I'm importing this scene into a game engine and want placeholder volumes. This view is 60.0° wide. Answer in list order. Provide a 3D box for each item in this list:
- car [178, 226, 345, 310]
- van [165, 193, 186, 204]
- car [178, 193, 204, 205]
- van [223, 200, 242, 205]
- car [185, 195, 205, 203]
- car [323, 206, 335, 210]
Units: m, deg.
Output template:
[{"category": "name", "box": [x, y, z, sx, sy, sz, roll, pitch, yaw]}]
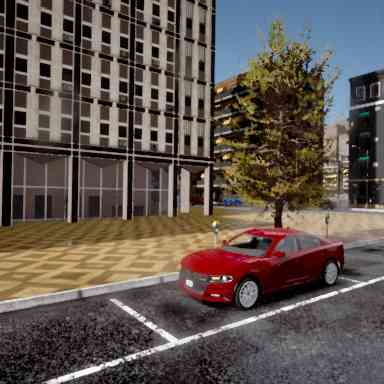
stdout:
[{"category": "car", "box": [1.780, 1.546, 7.834, 4.507, 1.381, 1.887, 0, 1, -36]}, {"category": "van", "box": [-2.952, 1.138, 57.489, 1.690, 1.788, 3.998, 2, -1, -36]}, {"category": "car", "box": [0.343, 1.126, 52.922, 2.192, 1.841, 5.009, 2, -1, -36]}, {"category": "van", "box": [7.137, 1.310, 57.825, 1.690, 1.788, 3.998, 2, -1, -36]}, {"category": "car", "box": [0.547, 1.381, 66.958, 1.967, 1.590, 4.097, 1, -1, -36]}, {"category": "car", "box": [17.017, 1.581, 44.123, 1.947, 1.339, 4.313, 2, -1, -36]}]
